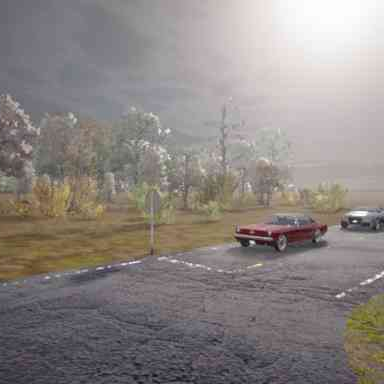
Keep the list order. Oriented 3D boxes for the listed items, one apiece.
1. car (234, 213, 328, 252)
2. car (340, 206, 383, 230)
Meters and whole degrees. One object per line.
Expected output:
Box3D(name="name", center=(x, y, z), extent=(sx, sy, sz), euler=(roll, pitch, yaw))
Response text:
Box3D(name="car", center=(3.878, 1.598, 14.165), extent=(4.718, 1.301, 1.895), euler=(0, 0, -44))
Box3D(name="car", center=(11.055, 1.556, 21.030), extent=(4.181, 1.385, 1.994), euler=(0, 0, -44))
